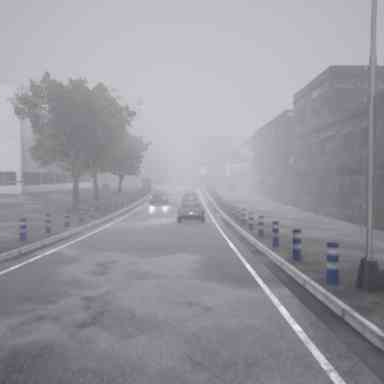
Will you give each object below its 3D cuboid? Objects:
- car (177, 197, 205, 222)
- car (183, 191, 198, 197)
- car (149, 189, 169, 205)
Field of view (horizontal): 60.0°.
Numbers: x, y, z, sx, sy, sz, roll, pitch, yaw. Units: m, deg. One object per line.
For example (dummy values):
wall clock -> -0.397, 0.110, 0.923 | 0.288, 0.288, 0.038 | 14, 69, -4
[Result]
car -> -0.071, 1.369, 24.953 | 1.994, 1.385, 4.181 | 0, 2, 0
car -> -0.196, 0.594, 42.061 | 1.994, 1.385, 4.181 | 0, 4, 0
car -> -3.867, 0.539, 39.553 | 2.097, 1.767, 4.553 | 0, 3, 0
